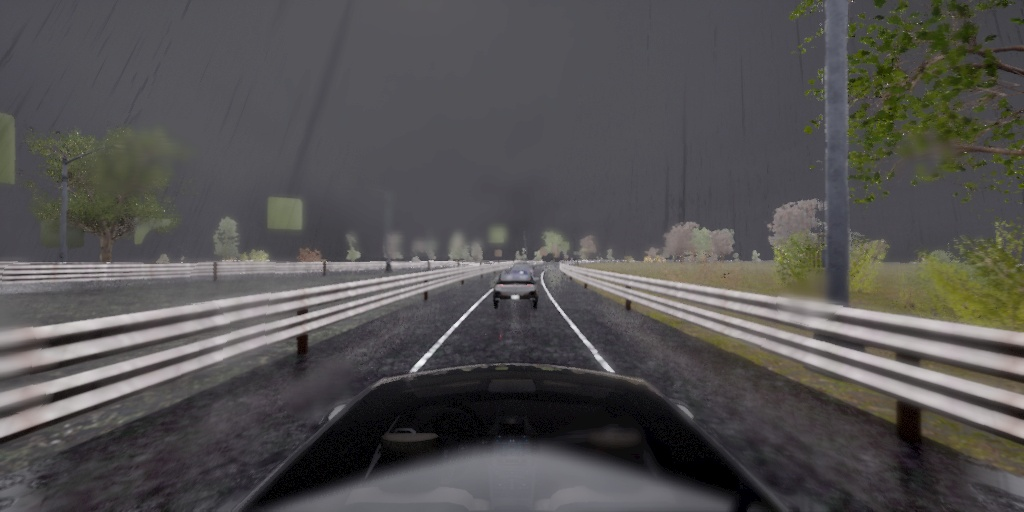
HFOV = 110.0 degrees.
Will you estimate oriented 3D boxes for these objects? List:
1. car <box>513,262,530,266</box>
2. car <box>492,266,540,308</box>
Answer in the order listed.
[{"bbox_3d":[0.877,1.369,30.791,2.097,1.767,4.553,0,-1,4],"label":"car"},{"bbox_3d":[0.197,1.376,16.077,2.128,1.511,4.902,0,0,2],"label":"car"}]
